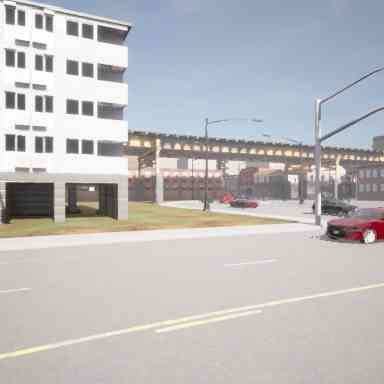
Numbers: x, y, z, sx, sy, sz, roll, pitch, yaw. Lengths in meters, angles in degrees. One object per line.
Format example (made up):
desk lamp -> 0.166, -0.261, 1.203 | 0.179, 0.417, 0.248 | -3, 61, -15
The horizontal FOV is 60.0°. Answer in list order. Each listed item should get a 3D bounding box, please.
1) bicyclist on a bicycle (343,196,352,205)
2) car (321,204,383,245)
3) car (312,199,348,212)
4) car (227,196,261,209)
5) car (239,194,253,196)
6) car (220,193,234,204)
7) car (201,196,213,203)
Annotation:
bicyclist on a bicycle -> 20.236, 1.303, 43.344 | 1.656, 1.620, 0.582 | 0, 0, -25
car -> 8.519, 1.477, 15.517 | 5.008, 1.535, 1.882 | 0, 0, -26
car -> 13.643, 1.503, 31.610 | 1.837, 1.490, 4.892 | 0, 0, -25
car -> 7.126, 1.601, 45.433 | 1.895, 1.301, 4.718 | 0, 0, -25
car -> 11.346, 1.525, 75.425 | 2.128, 1.511, 4.902 | 0, 0, 41
car -> 6.751, 1.221, 65.725 | 2.150, 2.045, 5.566 | 0, 0, 11
car -> 3.034, 1.564, 65.767 | 1.994, 1.385, 4.181 | 0, 0, 12
